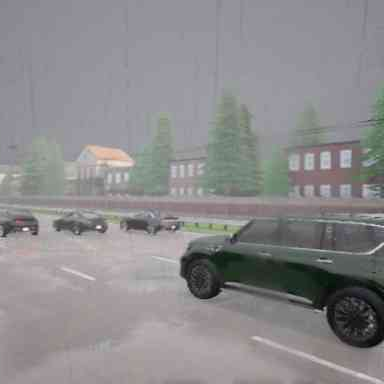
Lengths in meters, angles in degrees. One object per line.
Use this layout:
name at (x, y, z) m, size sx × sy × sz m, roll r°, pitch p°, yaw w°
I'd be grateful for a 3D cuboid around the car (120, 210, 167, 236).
car at (-2.842, 1.951, 21.844) m, size 4.902 × 1.511 × 2.128 m, roll 0°, pitch -2°, yaw 45°

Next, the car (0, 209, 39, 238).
car at (-10.785, 1.796, 19.880) m, size 4.892 × 1.490 × 1.837 m, roll 0°, pitch -2°, yaw 45°

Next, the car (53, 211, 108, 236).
car at (-7.096, 1.902, 21.124) m, size 4.674 × 1.442 × 1.812 m, roll 0°, pitch -2°, yaw 45°

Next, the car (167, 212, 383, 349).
car at (2.182, 1.422, 6.974) m, size 5.566 × 2.045 × 2.150 m, roll 0°, pitch -2°, yaw 45°
